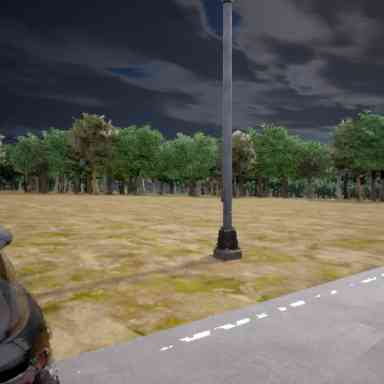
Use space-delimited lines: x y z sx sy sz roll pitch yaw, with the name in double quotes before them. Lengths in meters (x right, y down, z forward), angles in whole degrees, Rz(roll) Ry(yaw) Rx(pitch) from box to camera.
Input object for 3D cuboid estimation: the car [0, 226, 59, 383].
"car" -3.352 1.221 1.011 5.566 2.045 2.150 0 0 -35
